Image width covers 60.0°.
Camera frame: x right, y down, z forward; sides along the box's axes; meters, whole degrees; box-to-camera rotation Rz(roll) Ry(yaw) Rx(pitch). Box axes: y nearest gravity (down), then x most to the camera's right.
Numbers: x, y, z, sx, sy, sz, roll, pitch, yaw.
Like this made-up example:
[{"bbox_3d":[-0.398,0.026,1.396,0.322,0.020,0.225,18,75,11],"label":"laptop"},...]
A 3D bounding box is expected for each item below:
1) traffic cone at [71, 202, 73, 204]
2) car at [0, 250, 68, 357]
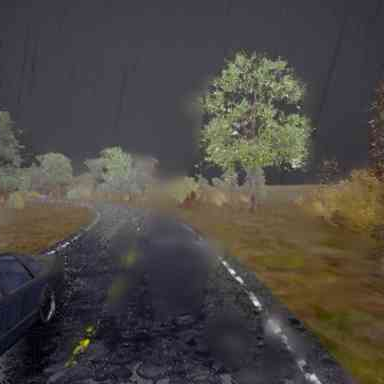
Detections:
[{"bbox_3d":[-23.869,1.995,66.132,0.340,0.580,0.340,0,0,-33],"label":"traffic cone"},{"bbox_3d":[-3.252,1.551,4.224,2.033,1.411,5.357,0,0,-2],"label":"car"}]
